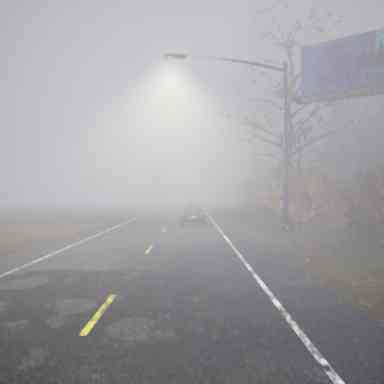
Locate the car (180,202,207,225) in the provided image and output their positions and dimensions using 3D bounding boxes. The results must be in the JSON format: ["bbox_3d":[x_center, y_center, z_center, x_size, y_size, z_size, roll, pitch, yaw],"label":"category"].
[{"bbox_3d":[0.104,1.741,25.522,1.994,1.385,4.181,0,0,0],"label":"car"}]

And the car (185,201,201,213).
[{"bbox_3d":[0.108,1.891,41.825,1.895,1.301,4.718,0,0,0],"label":"car"}]
